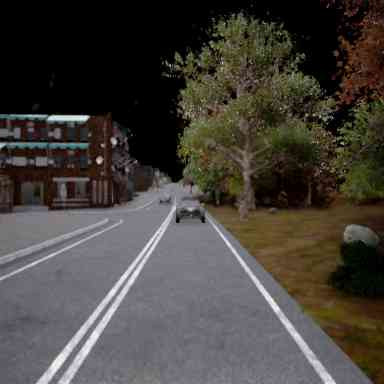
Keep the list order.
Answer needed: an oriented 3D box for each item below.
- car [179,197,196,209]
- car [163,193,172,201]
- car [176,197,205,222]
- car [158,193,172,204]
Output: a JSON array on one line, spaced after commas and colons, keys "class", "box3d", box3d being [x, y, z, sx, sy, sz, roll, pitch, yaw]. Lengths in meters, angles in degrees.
[{"class": "car", "box3d": [-0.630, 1.392, 43.586, 2.033, 1.411, 5.357, 0, 0, -2]}, {"class": "car", "box3d": [-5.172, 0.963, 70.706, 1.882, 1.535, 5.008, 0, 1, -3]}, {"class": "car", "box3d": [-0.148, 1.284, 25.423, 2.097, 1.767, 4.553, 0, 0, -1]}, {"class": "car", "box3d": [-4.489, 1.236, 54.968, 1.837, 1.490, 4.892, 0, 1, -2]}]
